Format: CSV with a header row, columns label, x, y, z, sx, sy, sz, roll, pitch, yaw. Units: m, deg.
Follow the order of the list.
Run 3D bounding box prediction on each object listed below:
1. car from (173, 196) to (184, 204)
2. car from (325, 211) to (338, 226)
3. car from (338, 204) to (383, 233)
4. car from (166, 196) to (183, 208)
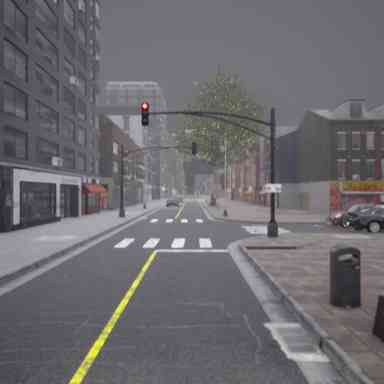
label,x,y,z,sx,sy,sz,roll,pitch,yaw
car,-2.771,1.540,68.181,2.128,1.511,4.902,0,0,0
car,10.919,1.508,21.764,4.097,1.590,1.967,0,0,0
car,11.395,1.567,19.123,4.892,1.490,1.837,0,0,0
car,-2.862,1.546,49.726,2.033,1.411,5.357,0,0,0
